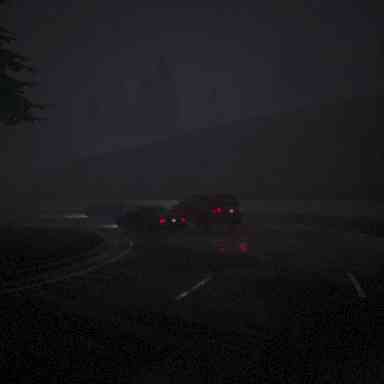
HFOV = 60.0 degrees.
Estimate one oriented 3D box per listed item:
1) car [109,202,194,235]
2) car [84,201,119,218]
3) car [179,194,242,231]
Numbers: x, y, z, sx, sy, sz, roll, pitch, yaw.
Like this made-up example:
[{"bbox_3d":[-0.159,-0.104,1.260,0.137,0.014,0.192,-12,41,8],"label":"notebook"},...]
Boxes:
[{"bbox_3d":[-2.442,1.477,18.625,2.033,1.411,5.357,0,0,-37],"label":"car"},{"bbox_3d":[-7.116,1.480,28.779,4.181,1.385,1.994,0,0,13],"label":"car"},{"bbox_3d":[0.648,1.120,20.085,2.150,2.045,5.566,0,0,-32],"label":"car"}]
